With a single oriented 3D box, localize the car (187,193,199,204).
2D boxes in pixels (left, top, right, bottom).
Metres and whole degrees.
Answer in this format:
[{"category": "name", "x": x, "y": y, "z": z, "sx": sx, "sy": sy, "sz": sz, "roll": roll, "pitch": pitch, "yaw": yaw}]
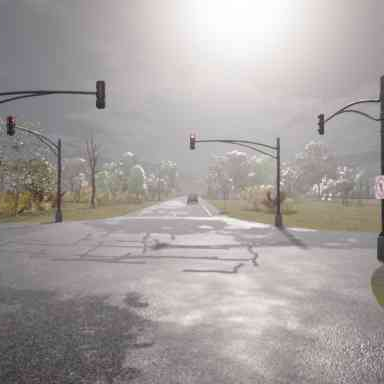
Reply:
[{"category": "car", "x": 0.175, "y": 1.293, "z": 67.639, "sx": 2.150, "sy": 2.045, "sz": 5.566, "roll": 0, "pitch": 0, "yaw": 0}]
